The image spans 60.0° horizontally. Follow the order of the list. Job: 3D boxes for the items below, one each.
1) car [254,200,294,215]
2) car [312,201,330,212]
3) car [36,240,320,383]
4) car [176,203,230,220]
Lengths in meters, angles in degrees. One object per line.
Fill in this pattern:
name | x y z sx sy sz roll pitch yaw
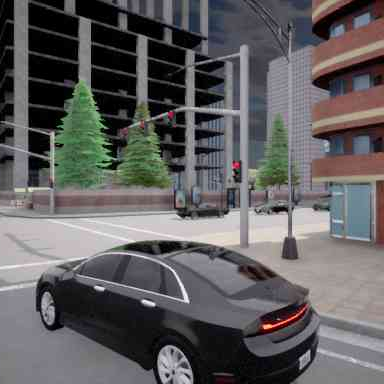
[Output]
car | 8.562 1.547 34.563 4.902 1.511 2.128 0 0 -35
car | 16.665 1.408 40.308 4.553 1.767 2.097 0 0 -35
car | -0.634 1.505 5.094 4.892 1.490 1.837 0 0 41
car | 0.964 1.656 29.152 4.718 1.301 1.895 0 0 -35
